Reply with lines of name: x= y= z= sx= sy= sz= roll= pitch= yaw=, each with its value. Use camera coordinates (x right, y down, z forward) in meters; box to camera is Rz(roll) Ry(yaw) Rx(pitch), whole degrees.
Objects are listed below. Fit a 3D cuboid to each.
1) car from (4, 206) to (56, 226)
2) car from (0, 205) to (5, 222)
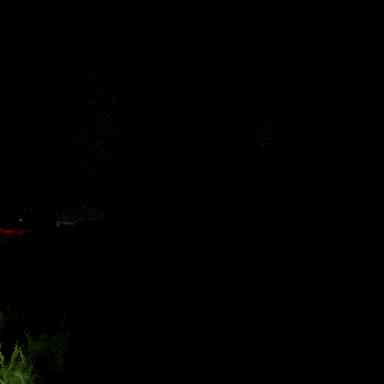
car: x=-12.179 y=1.887 z=25.865 sx=1.882 sy=1.535 sz=5.008 roll=4 pitch=-2 yaw=-3
car: x=-15.586 y=1.738 z=26.165 sx=2.033 sy=1.411 sz=5.357 roll=4 pitch=-2 yaw=-2
